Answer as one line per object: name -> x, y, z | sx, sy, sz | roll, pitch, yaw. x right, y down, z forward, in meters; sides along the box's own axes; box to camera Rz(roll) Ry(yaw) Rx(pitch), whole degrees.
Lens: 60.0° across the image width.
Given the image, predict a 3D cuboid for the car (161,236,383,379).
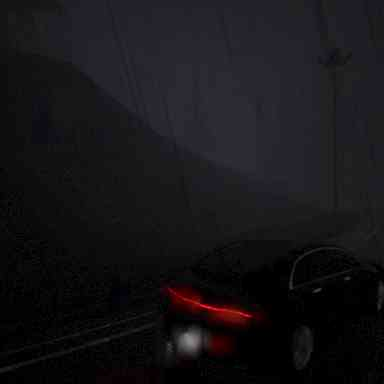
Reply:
car -> 1.722, 1.525, 5.651 | 4.892, 1.490, 1.837 | 0, 0, -44
